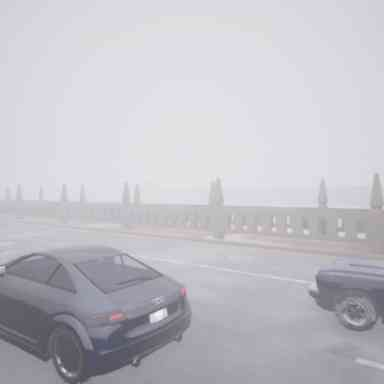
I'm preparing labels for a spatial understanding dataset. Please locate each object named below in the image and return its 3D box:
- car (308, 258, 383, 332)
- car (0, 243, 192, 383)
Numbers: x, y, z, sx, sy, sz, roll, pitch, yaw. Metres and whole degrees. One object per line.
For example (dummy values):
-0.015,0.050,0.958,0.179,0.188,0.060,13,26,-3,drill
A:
4.379,1.600,5.167,4.718,1.301,1.895,0,0,36,car
-2.063,1.566,5.466,4.181,1.385,1.994,0,0,36,car
